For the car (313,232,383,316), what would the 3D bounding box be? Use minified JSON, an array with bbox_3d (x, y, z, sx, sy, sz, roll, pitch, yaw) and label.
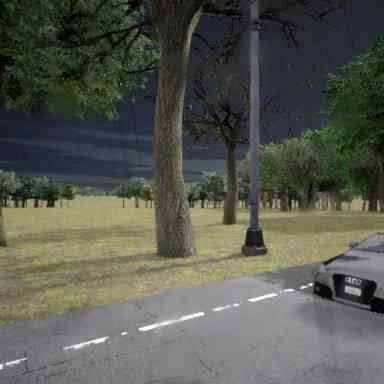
[{"bbox_3d":[4.474,1.572,7.052,4.181,1.385,1.994,0,0,-35],"label":"car"}]
